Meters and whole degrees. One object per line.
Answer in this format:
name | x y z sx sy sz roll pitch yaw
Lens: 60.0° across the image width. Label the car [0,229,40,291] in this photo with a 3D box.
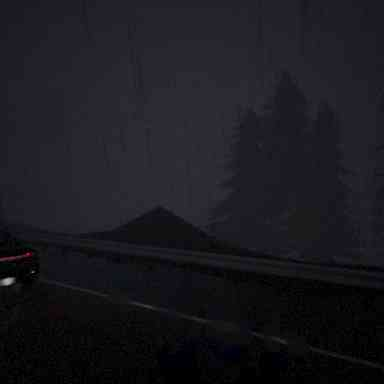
car | -5.635 1.587 8.022 4.902 1.511 2.128 -1 0 36
